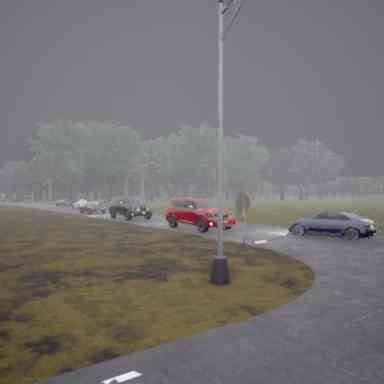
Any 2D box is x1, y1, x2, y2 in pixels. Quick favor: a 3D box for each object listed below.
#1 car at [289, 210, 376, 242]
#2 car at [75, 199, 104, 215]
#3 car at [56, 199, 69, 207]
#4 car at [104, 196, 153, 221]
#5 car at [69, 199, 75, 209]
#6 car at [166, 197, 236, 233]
[{"bbox_3d":[7.279,1.666,17.506,4.181,1.385,1.994,0,1,44],"label":"car"},{"bbox_3d":[-11.477,1.773,38.196,1.812,1.442,4.674,-1,0,-35],"label":"car"},{"bbox_3d":[-22.537,1.906,58.625,2.128,1.511,4.902,-1,0,-36],"label":"car"},{"bbox_3d":[-5.671,1.415,30.113,2.150,2.045,5.566,-1,1,-36],"label":"car"},{"bbox_3d":[-16.674,1.831,50.472,1.812,1.442,4.674,-1,0,-36],"label":"car"},{"bbox_3d":[0.372,1.390,21.693,2.150,2.045,5.566,-1,1,-36],"label":"car"}]
